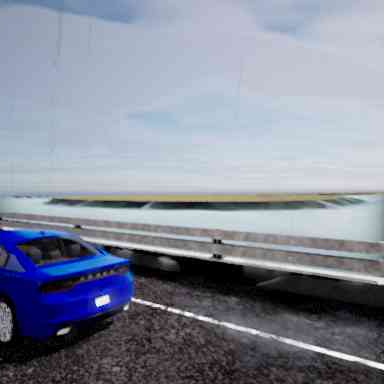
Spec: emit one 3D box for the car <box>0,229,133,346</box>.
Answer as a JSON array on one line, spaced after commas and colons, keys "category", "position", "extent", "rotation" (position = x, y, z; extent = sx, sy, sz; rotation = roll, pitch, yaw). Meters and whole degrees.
[{"category": "car", "position": [-3.342, 1.454, 6.392], "extent": [5.008, 1.535, 1.882], "rotation": [0, 0, 36]}]
